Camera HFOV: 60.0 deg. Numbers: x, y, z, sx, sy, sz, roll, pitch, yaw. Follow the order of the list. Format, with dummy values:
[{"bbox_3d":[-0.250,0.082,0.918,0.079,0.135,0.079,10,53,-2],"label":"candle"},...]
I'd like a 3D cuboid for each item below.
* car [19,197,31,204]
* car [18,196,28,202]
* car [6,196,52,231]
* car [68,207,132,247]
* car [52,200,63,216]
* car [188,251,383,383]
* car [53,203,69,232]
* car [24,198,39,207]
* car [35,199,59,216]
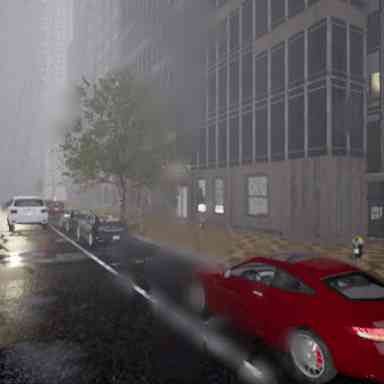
[{"bbox_3d":[-34.985,1.689,69.742,1.947,1.339,4.313,0,0,-30],"label":"car"},{"bbox_3d":[-40.598,1.690,79.646,1.947,1.339,4.313,0,0,-30],"label":"car"},{"bbox_3d":[-10.699,1.284,21.559,2.150,2.045,5.566,0,0,-29],"label":"car"},{"bbox_3d":[-4.111,1.607,15.266,2.008,1.369,4.403,0,0,-30],"label":"car"},{"bbox_3d":[-12.531,1.524,30.124,1.967,1.590,4.097,0,0,-30],"label":"car"},{"bbox_3d":[1.502,1.609,5.361,1.802,1.307,4.206,0,0,-30],"label":"car"},{"bbox_3d":[-6.918,1.618,20.218,2.008,1.369,4.403,0,0,-30],"label":"car"},{"bbox_3d":[-26.565,1.661,54.885,1.887,1.381,4.507,0,0,-30],"label":"car"},{"bbox_3d":[-15.338,1.531,35.075,1.967,1.590,4.097,0,0,-30],"label":"car"}]
